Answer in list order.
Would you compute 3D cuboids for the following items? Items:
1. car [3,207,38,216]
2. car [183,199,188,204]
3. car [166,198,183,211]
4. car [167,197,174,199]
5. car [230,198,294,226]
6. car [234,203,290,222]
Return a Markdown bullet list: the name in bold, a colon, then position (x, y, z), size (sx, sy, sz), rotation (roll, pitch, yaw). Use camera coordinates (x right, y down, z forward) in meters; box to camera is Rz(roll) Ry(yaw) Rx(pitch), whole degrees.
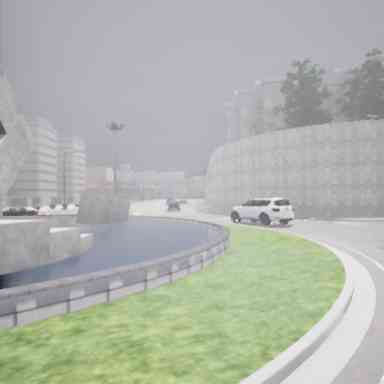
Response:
- **car**: position (-18.500, 2.219, 34.242), size (4.718, 1.301, 1.895), rotation (0, -1, -19)
- **car**: position (-2.167, 2.692, 91.239), size (1.994, 1.385, 4.181), rotation (-1, -1, 2)
- **car**: position (-2.865, 2.197, 53.946), size (1.837, 1.490, 4.892), rotation (-1, -1, -3)
- **car**: position (-5.688, 2.395, 90.730), size (2.150, 2.045, 5.566), rotation (-1, -1, 2)
- **car**: position (5.348, 1.488, 26.086), size (2.150, 2.045, 5.566), rotation (1, -1, -32)
- **car**: position (6.295, 1.813, 30.337), size (1.837, 1.490, 4.892), rotation (1, -2, -39)
